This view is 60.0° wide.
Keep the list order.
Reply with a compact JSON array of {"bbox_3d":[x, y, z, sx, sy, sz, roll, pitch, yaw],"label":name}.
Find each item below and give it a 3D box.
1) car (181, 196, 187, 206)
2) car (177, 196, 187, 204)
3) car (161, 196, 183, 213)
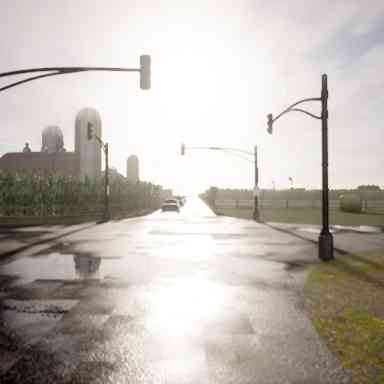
[{"bbox_3d":[-2.217,1.560,52.640,1.837,1.490,4.892,0,0,1],"label":"car"},{"bbox_3d":[-2.009,1.615,68.065,1.812,1.442,4.674,0,0,1],"label":"car"},{"bbox_3d":[-2.332,1.538,37.213,1.837,1.490,4.892,0,0,0],"label":"car"}]
